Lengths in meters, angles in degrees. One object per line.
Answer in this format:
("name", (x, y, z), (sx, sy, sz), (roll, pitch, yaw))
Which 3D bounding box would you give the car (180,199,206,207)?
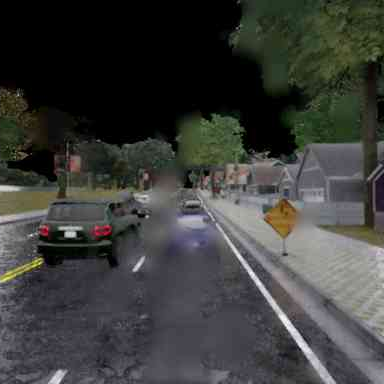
("car", (0.075, 1.366, 27.668), (1.837, 1.490, 4.892), (0, 1, 0))

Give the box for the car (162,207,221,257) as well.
("car", (0.072, 1.485, 12.599), (1.812, 1.442, 4.674), (0, 0, 1))

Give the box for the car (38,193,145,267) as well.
("car", (-3.185, 1.187, 11.432), (2.150, 2.045, 5.566), (0, 0, 0))

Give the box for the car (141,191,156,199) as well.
("car", (-6.574, 0.834, 49.117), (2.150, 2.045, 5.566), (0, 1, 0))

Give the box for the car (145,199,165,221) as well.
("car", (-3.185, 1.471, 26.112), (1.895, 1.301, 4.718), (0, 0, 0))

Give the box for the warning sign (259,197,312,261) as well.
("warning sign", (2.835, 1.088, 10.280), (1.300, 1.860, 1.060), (-1, -1, 0))

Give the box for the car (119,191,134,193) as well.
("car", (-9.822, 0.835, 49.115), (2.150, 2.045, 5.566), (0, 1, 0))
